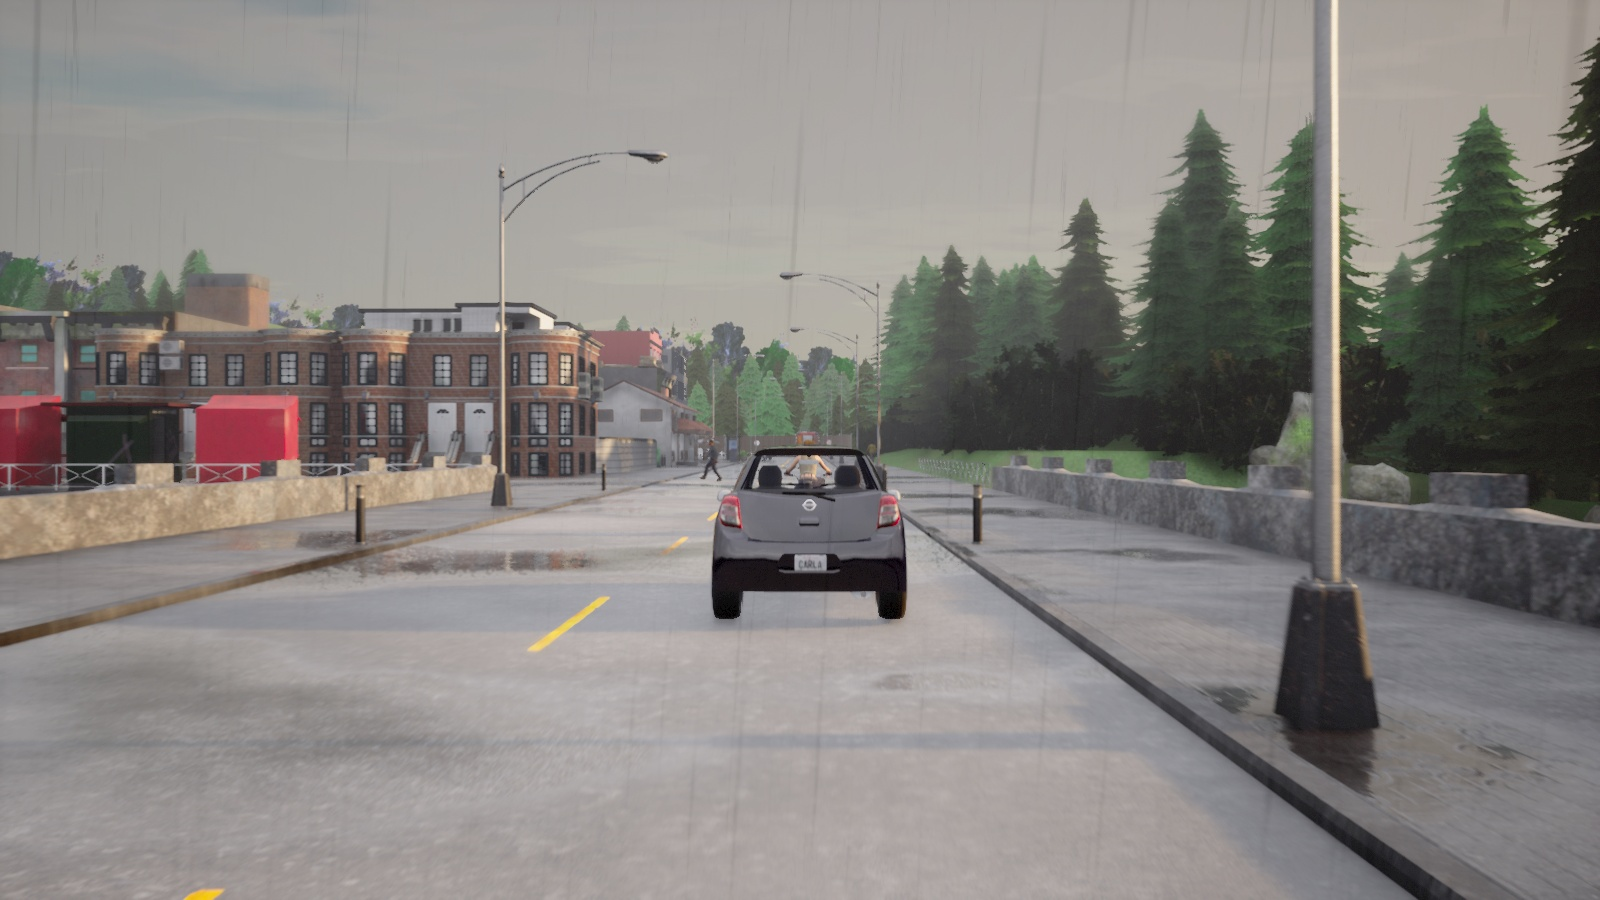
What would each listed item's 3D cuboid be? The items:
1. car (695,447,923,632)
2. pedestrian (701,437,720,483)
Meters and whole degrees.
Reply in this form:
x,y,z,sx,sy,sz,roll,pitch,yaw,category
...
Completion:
x,y,z,sx,sy,sz,roll,pitch,yaw,category
0.084,0.730,12.011,1.845,1.501,3.633,0,0,0,car
-3.803,0.416,53.268,0.788,1.949,0.423,0,0,-8,pedestrian
